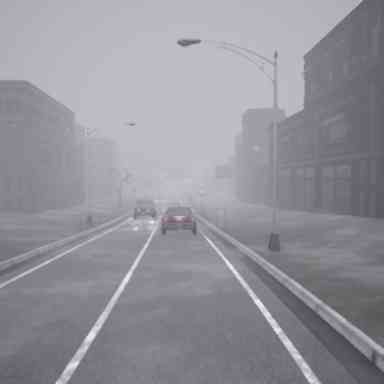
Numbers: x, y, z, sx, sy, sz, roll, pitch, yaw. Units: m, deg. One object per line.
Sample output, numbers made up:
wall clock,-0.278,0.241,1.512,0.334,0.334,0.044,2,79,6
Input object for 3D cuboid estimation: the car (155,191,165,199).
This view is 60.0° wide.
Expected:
car,-7.202,0.669,75.489,2.097,1.767,4.553,0,2,-3

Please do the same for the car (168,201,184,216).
car,-1.971,1.951,40.190,1.837,1.490,4.892,0,0,-3

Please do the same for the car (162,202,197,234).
car,-0.864,1.655,21.478,2.097,1.767,4.553,0,-1,-3

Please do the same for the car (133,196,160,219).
car,-4.870,1.704,34.931,2.150,2.045,5.566,0,0,-4
